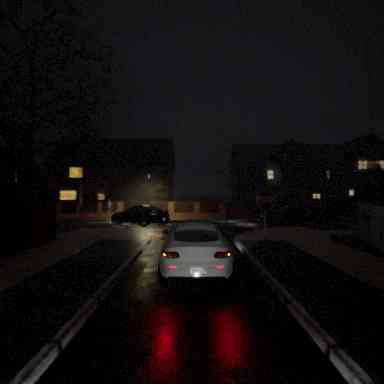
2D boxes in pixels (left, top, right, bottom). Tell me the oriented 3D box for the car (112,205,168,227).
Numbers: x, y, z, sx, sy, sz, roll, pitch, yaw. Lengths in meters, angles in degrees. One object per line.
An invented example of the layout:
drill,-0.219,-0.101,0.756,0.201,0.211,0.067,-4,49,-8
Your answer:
car,-3.590,1.612,23.007,4.674,1.442,1.812,-2,-3,40

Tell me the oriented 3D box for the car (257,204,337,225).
car,7.401,1.559,23.734,5.357,1.411,2.033,0,-1,1

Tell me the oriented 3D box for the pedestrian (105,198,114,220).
pedestrian,-6.717,1.356,26.834,0.375,1.860,0.375,0,-1,1

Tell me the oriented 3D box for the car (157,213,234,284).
car,0.102,1.525,9.461,1.812,1.442,4.674,0,0,0
